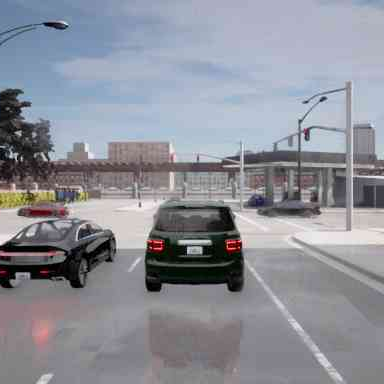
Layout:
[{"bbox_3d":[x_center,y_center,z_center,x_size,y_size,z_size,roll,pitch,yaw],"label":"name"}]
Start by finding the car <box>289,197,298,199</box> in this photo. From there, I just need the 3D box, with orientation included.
[{"bbox_3d":[15.368,1.456,50.073,1.970,1.475,3.806,0,0,0],"label":"car"}]

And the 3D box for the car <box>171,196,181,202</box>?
[{"bbox_3d":[-3.630,1.552,74.542,1.994,1.385,4.181,0,0,0],"label":"car"}]

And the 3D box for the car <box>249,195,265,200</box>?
[{"bbox_3d":[9.624,1.295,49.301,2.242,1.667,4.611,0,0,0],"label":"car"}]

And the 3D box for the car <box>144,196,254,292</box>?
[{"bbox_3d":[0.069,1.221,9.112,2.150,2.045,5.566,0,0,0],"label":"car"}]

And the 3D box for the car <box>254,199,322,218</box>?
[{"bbox_3d":[8.445,1.547,29.107,5.357,1.411,2.033,0,0,-1],"label":"car"}]

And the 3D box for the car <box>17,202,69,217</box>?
[{"bbox_3d":[-12.979,1.564,29.237,4.181,1.385,1.994,0,0,1],"label":"car"}]

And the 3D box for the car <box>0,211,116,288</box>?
[{"bbox_3d":[-3.436,1.492,9.194,2.128,1.511,4.902,0,0,0],"label":"car"}]
